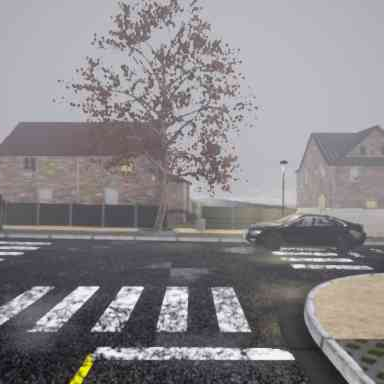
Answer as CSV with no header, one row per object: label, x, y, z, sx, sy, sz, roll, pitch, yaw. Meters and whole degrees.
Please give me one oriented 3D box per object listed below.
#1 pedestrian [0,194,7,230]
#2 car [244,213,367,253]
pedestrian,-9.670,1.016,16.801,0.375,1.860,0.375,0,-2,0
car,4.666,1.648,13.949,4.902,1.511,2.128,1,0,0
